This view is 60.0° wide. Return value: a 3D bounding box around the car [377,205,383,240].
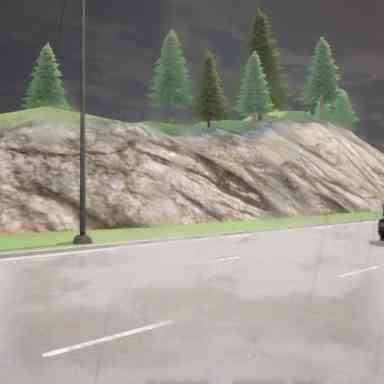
[{"bbox_3d":[10.574,1.503,15.616,4.892,1.490,1.837,0,0,-36],"label":"car"}]
